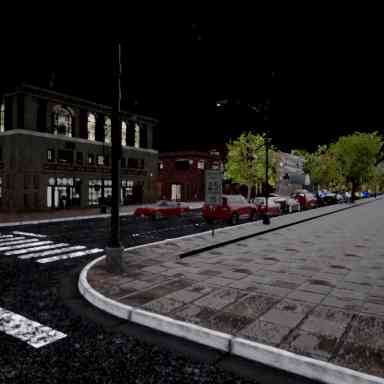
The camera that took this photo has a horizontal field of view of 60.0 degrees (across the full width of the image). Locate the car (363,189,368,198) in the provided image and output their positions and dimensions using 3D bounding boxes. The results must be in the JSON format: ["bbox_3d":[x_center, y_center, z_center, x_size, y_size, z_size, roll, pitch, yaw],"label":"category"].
[{"bbox_3d":[34.080,0.622,68.033,1.752,1.417,4.829,1,2,34],"label":"car"}]

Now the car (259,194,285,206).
[{"bbox_3d":[10.629,0.979,44.049,1.812,1.442,4.674,1,1,35],"label":"car"}]

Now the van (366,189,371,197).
[{"bbox_3d":[40.260,0.301,77.029,1.690,1.788,3.998,1,2,34],"label":"van"}]

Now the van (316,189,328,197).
[{"bbox_3d":[30.206,0.296,77.190,1.690,1.788,3.998,1,2,34],"label":"van"}]

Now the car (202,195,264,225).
[{"bbox_3d":[2.618,1.093,22.191,2.192,1.841,5.009,1,1,34],"label":"car"}]

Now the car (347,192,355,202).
[{"bbox_3d":[23.634,0.690,52.083,2.097,1.767,4.553,1,1,34],"label":"car"}]

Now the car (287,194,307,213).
[{"bbox_3d":[8.890,1.195,31.336,2.008,1.369,4.403,1,2,34],"label":"car"}]

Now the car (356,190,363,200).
[{"bbox_3d":[30.846,0.750,63.325,1.802,1.307,4.206,1,2,34],"label":"car"}]

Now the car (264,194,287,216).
[{"bbox_3d":[5.754,1.151,26.763,1.967,1.590,4.097,1,1,34],"label":"car"}]

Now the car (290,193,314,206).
[{"bbox_3d":[14.920,0.970,44.790,1.812,1.442,4.674,1,1,35],"label":"car"}]

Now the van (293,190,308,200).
[{"bbox_3d":[20.796,0.504,63.481,1.690,1.788,3.998,1,2,34],"label":"van"}]

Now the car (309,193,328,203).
[{"bbox_3d":[19.923,0.860,52.179,1.812,1.442,4.674,1,1,34],"label":"car"}]

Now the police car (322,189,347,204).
[{"bbox_3d":[19.769,0.847,46.415,1.930,1.638,5.238,1,1,34],"label":"police car"}]

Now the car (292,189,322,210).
[{"bbox_3d":[12.029,0.892,35.901,2.192,1.841,5.009,1,2,34],"label":"car"}]

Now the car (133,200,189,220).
[{"bbox_3d":[-2.252,1.329,25.353,1.895,1.301,4.718,1,1,34],"label":"car"}]

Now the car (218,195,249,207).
[{"bbox_3d":[5.110,1.069,40.638,1.947,1.339,4.313,1,2,34],"label":"car"}]

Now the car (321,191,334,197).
[{"bbox_3d":[33.340,0.436,81.765,2.008,1.369,4.403,1,2,34],"label":"car"}]
